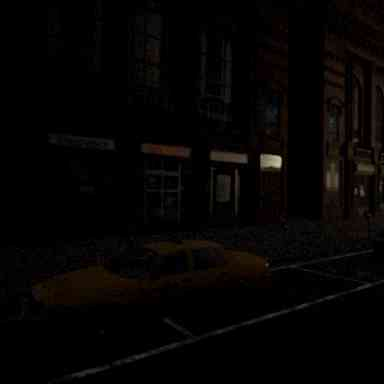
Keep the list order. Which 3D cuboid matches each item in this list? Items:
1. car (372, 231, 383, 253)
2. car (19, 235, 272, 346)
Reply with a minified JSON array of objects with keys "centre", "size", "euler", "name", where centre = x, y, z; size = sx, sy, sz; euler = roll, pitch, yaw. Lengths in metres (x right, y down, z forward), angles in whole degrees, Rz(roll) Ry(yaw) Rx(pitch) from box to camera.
[{"centre":[8.737,1.697,12.997],"size":[4.206,1.307,1.802],"euler":[1,0,-36],"name":"car"},{"centre":[-0.555,1.552,6.360],"size":[4.829,1.417,1.752],"euler":[1,0,-36],"name":"car"}]
